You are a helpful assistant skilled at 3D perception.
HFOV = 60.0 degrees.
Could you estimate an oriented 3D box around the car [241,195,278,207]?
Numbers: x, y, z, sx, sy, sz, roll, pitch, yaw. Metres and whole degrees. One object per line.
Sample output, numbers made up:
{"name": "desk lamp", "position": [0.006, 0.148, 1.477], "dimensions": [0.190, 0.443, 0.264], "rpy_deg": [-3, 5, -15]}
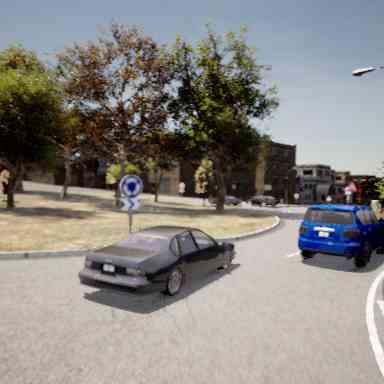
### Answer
{"name": "car", "position": [9.317, 1.200, 44.416], "dimensions": [2.128, 1.511, 4.902], "rpy_deg": [0, 2, -29]}

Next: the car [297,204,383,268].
{"name": "car", "position": [6.041, 1.506, 13.021], "dimensions": [2.150, 2.045, 5.566], "rpy_deg": [2, 1, 39]}

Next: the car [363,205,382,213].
{"name": "car", "position": [36.952, 3.481, 68.052], "dimensions": [5.357, 1.411, 2.033], "rpy_deg": [5, -2, -45]}

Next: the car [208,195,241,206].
{"name": "car", "position": [4.482, 1.146, 46.016], "dimensions": [2.033, 1.411, 5.357], "rpy_deg": [0, 2, -37]}

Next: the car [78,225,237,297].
{"name": "car", "position": [-0.510, 1.630, 9.015], "dimensions": [2.033, 1.411, 5.357], "rpy_deg": [2, 0, 28]}
